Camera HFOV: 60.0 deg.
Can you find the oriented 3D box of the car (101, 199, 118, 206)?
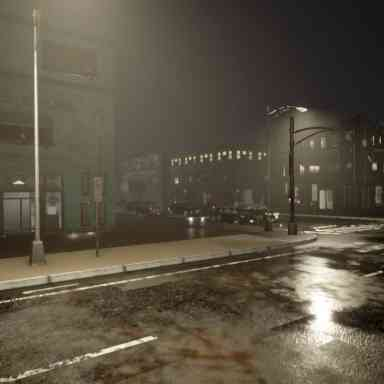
[{"bbox_3d":[-17.251,2.227,69.619,1.887,1.381,4.507,-1,0,-35],"label":"car"}]

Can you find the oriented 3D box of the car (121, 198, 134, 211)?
[{"bbox_3d":[-7.784,2.003,46.398,1.812,1.442,4.674,-1,0,-35],"label":"car"}]

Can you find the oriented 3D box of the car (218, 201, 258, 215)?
[{"bbox_3d":[5.224,1.809,38.058,2.008,1.369,4.403,-2,0,-35],"label":"car"}]

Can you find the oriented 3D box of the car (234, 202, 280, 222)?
[{"bbox_3d":[5.199,1.715,28.111,2.128,1.511,4.902,-1,0,-37],"label":"car"}]

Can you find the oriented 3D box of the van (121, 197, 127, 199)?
[{"bbox_3d":[-10.834,1.906,60.601,1.690,1.788,3.998,-1,0,-35],"label":"van"}]

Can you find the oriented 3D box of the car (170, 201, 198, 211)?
[{"bbox_3d":[-1.196,1.965,47.075,1.802,1.307,4.206,-2,0,-35],"label":"car"}]

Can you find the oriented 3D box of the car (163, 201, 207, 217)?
[{"bbox_3d":[-0.820,1.847,36.579,1.837,1.490,4.892,-1,0,-36],"label":"car"}]

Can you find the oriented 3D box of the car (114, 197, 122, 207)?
[{"bbox_3d":[-14.046,1.939,65.110,2.192,1.841,5.009,-1,0,-35],"label":"car"}]

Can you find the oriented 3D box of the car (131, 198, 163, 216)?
[{"bbox_3d":[-4.814,1.846,37.704,1.967,1.590,4.097,-1,0,-35],"label":"car"}]

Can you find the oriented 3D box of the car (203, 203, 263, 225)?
[{"bbox_3d":[3.139,1.814,26.330,1.947,1.339,4.313,-2,0,-35],"label":"car"}]

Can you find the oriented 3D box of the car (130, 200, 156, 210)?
[{"bbox_3d":[-7.679,1.997,51.728,1.837,1.490,4.892,-1,0,-35],"label":"car"}]
